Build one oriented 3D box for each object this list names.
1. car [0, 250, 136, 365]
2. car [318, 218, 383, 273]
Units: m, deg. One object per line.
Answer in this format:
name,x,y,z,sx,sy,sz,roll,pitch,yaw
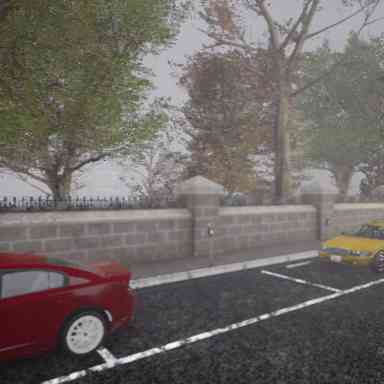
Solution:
car,-2.972,1.545,4.440,4.507,1.381,1.887,0,0,-36
car,6.061,1.578,10.884,4.829,1.417,1.752,0,0,-35
